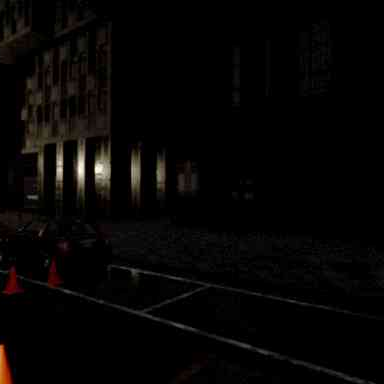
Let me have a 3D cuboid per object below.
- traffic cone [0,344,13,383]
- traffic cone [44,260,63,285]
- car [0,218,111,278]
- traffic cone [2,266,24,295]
[{"bbox_3d":[-2.098,1.980,3.669,0.340,0.580,0.340,0,-1,37],"label":"traffic cone"},{"bbox_3d":[-3.518,2.016,8.462,0.340,0.580,0.340,0,-1,37],"label":"traffic cone"},{"bbox_3d":[-4.468,1.513,10.465,4.097,1.590,1.967,0,0,37],"label":"car"},{"bbox_3d":[-4.115,2.004,7.660,0.340,0.580,0.340,0,-1,37],"label":"traffic cone"}]
